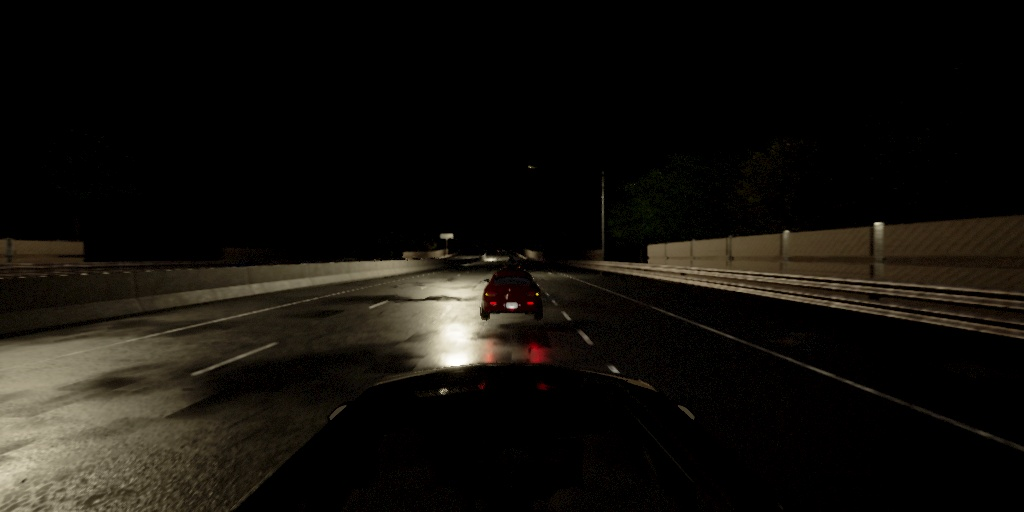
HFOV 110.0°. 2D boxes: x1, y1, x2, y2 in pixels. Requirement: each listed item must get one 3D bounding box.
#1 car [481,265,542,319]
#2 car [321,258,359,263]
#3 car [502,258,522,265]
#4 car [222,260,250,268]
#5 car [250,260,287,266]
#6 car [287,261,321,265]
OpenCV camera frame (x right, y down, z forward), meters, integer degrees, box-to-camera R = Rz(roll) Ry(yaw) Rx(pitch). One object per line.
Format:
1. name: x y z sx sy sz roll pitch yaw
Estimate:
1. car: -0.004 1.197 12.231 1.812 1.442 4.674 0 0 0
2. car: -17.584 1.014 37.680 2.097 1.767 4.553 0 0 0
3. car: -0.014 1.189 36.043 1.812 1.442 4.674 0 0 0
4. car: -28.072 1.182 37.549 1.812 1.442 4.674 0 0 0
5. car: -24.579 1.184 37.616 1.812 1.442 4.674 0 -1 0
6. car: -21.082 1.226 37.756 1.994 1.385 4.181 0 0 0
